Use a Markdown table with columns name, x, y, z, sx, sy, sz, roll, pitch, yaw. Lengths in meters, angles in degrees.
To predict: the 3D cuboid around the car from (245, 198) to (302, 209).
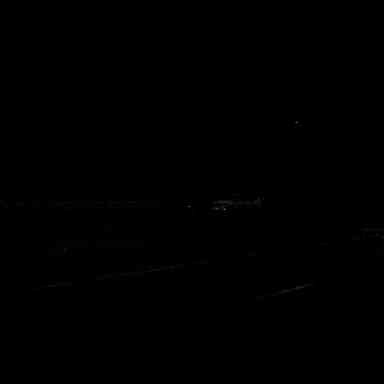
| name | x | y | z | sx | sy | sz | roll | pitch | yaw |
| --- | --- | --- | --- | --- | --- | --- | --- | --- | --- |
| car | 6.830 | 1.470 | 25.990 | 5.008 | 1.535 | 1.882 | 0 | 0 | -35 |

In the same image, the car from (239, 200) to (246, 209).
| name | x | y | z | sx | sy | sz | roll | pitch | yaw |
| --- | --- | --- | --- | --- | --- | --- | --- | --- | --- |
| car | 6.872 | 1.592 | 30.291 | 4.718 | 1.301 | 1.895 | 0 | 0 | -35 |

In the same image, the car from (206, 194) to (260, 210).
| name | x | y | z | sx | sy | sz | roll | pitch | yaw |
| --- | --- | --- | --- | --- | --- | --- | --- | --- | --- |
| car | 4.513 | 1.216 | 32.912 | 5.566 | 2.045 | 2.150 | 1 | 0 | -35 |

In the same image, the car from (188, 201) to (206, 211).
| name | x | y | z | sx | sy | sz | roll | pitch | yaw |
| --- | --- | --- | --- | --- | --- | --- | --- | --- | --- |
| car | 1.912 | 1.592 | 35.354 | 4.718 | 1.301 | 1.895 | 0 | 0 | -35 |
